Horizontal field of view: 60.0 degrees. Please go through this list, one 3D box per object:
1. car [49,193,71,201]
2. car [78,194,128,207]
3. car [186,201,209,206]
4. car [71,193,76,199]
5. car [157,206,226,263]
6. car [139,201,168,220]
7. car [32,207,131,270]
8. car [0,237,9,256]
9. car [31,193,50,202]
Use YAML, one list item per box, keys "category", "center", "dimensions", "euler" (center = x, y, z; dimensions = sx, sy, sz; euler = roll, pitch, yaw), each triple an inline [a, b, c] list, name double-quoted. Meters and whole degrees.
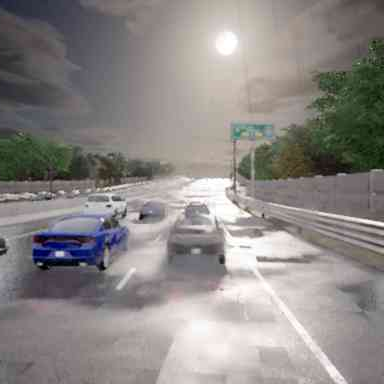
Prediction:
- category: "car"
  center: [-19.827, 0.938, 52.181]
  dimensions: [2.128, 1.511, 4.902]
  euler: [0, 1, 3]
- category: "car"
  center: [-6.598, 1.125, 25.998]
  dimensions: [2.150, 2.045, 5.566]
  euler: [0, 1, 2]
- category: "car"
  center: [0.441, 1.457, 27.163]
  dimensions: [1.994, 1.385, 4.181]
  euler: [0, 1, 2]
- category: "car"
  center: [-16.351, 1.006, 51.696]
  dimensions: [2.033, 1.411, 5.357]
  euler: [0, 1, 3]
- category: "car"
  center: [0.162, 1.485, 11.968]
  dimensions: [2.128, 1.511, 4.902]
  euler: [0, 0, 1]
- category: "car"
  center: [-3.055, 1.453, 27.356]
  dimensions: [1.994, 1.385, 4.181]
  euler: [0, 1, 2]
- category: "car"
  center: [-3.356, 1.470, 11.059]
  dimensions: [1.882, 1.535, 5.008]
  euler: [0, -1, 1]
- category: "car"
  center: [-6.904, 1.542, 8.314]
  dimensions: [2.033, 1.411, 5.357]
  euler: [0, 0, 1]
- category: "car"
  center: [-23.330, 0.952, 52.115]
  dimensions: [1.837, 1.490, 4.892]
  euler: [0, 2, 3]
